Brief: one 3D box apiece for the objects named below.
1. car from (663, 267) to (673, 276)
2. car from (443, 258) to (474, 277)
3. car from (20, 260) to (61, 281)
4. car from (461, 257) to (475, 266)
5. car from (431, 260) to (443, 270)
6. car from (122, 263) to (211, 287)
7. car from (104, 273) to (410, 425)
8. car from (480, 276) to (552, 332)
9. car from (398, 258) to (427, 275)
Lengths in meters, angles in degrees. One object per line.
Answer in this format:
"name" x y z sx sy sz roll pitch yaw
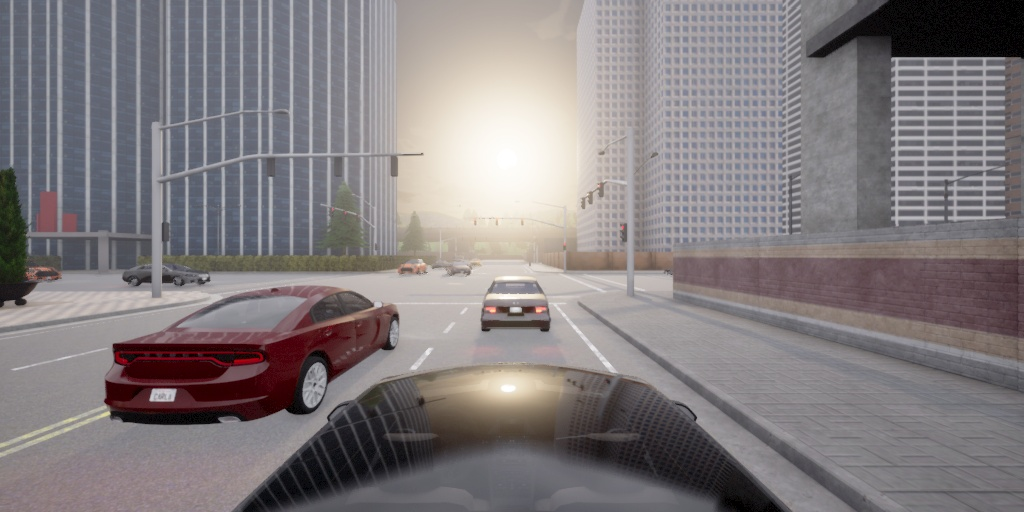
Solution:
"car" 17.650 1.292 34.790 5.357 1.411 2.033 0 0 1
"car" -5.545 1.270 36.488 1.812 1.442 4.674 -1 0 -19
"car" -37.370 1.100 27.170 4.553 1.767 2.097 0 0 0
"car" -7.040 1.268 53.106 1.812 1.442 4.674 0 0 0
"car" -10.542 1.306 52.877 1.994 1.385 4.181 0 0 0
"car" -22.785 1.238 23.758 4.902 1.511 2.128 0 0 1
"car" -3.439 1.227 6.030 1.882 1.535 5.008 0 0 0
"car" 0.092 1.296 10.842 2.033 1.411 5.357 0 0 0
"car" -10.563 1.095 38.218 2.097 1.767 4.553 0 0 0
